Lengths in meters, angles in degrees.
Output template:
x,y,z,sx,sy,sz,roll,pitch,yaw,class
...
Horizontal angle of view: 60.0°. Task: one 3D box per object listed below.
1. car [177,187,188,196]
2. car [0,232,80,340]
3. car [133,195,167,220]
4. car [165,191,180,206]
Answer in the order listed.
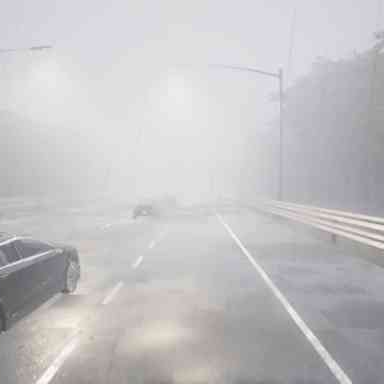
x,y,z,sx,sy,sz,roll,pitch,yaw,class
-2.474,0.176,71.866,2.128,1.511,4.902,0,2,1,car
-3.448,1.414,5.578,2.128,1.511,4.902,0,1,1,car
-3.169,1.205,24.681,1.812,1.442,4.674,0,1,1,car
-2.904,0.941,42.712,1.812,1.442,4.674,0,1,1,car
